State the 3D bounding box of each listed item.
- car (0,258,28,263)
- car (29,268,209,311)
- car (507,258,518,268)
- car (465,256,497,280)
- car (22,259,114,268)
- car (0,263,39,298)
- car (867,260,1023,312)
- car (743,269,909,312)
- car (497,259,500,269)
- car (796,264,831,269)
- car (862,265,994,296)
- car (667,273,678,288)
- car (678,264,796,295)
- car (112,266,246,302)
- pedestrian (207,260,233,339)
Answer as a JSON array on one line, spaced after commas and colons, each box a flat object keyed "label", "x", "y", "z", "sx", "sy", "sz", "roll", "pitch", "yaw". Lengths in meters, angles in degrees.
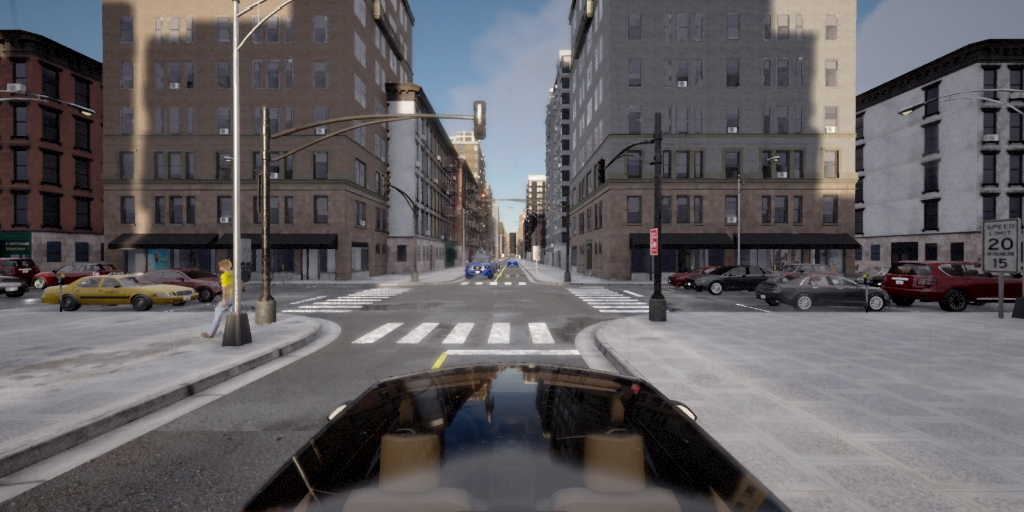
[{"label": "car", "x": -32.025, "y": 1.041, "z": 21.850, "sx": 5.009, "sy": 1.841, "sz": 2.192, "roll": 0, "pitch": 0, "yaw": 0}, {"label": "car", "x": -14.891, "y": 1.294, "z": 13.780, "sx": 4.829, "sy": 1.417, "sz": 1.751, "roll": 0, "pitch": 0, "yaw": 0}, {"label": "car", "x": 0.110, "y": 1.247, "z": 63.210, "sx": 1.882, "sy": 1.535, "sz": 5.008, "roll": 0, "pitch": 0, "yaw": 0}, {"label": "car", "x": -2.795, "y": 0.979, "z": 31.805, "sx": 2.150, "sy": 2.045, "sz": 5.566, "roll": 0, "pitch": 0, "yaw": 0}, {"label": "car", "x": -26.363, "y": 1.167, "z": 21.835, "sx": 4.097, "sy": 1.591, "sz": 1.967, "roll": 0, "pitch": 0, "yaw": 0}, {"label": "car", "x": -25.219, "y": 1.246, "z": 16.340, "sx": 4.902, "sy": 1.511, "sz": 2.128, "roll": 0, "pitch": 0, "yaw": 0}, {"label": "car", "x": 17.194, "y": 1.091, "z": 13.695, "sx": 5.009, "sy": 1.841, "sz": 2.192, "roll": 0, "pitch": 0, "yaw": 0}, {"label": "car", "x": 11.785, "y": 1.325, "z": 13.709, "sx": 4.403, "sy": 1.370, "sz": 2.007, "roll": 0, "pitch": 0, "yaw": 0}, {"label": "car", "x": -2.771, "y": 1.322, "z": 42.861, "sx": 1.994, "sy": 1.385, "sz": 4.181, "roll": 0, "pitch": 0, "yaw": 0}, {"label": "car", "x": 17.215, "y": 1.177, "z": 21.720, "sx": 4.097, "sy": 1.591, "sz": 1.967, "roll": 0, "pitch": 0, "yaw": 0}, {"label": "car", "x": 22.076, "y": 1.255, "z": 19.166, "sx": 4.892, "sy": 1.490, "sz": 1.837, "roll": 0, "pitch": 0, "yaw": 0}, {"label": "car", "x": 11.806, "y": 1.281, "z": 21.734, "sx": 4.507, "sy": 1.381, "sz": 1.888, "roll": 0, "pitch": 0, "yaw": 0}, {"label": "car", "x": 11.909, "y": 1.253, "z": 19.190, "sx": 4.892, "sy": 1.490, "sz": 1.837, "roll": 0, "pitch": 0, "yaw": 0}, {"label": "car", "x": -14.784, "y": 1.282, "z": 16.294, "sx": 4.674, "sy": 1.442, "sz": 1.812, "roll": 0, "pitch": 0, "yaw": 0}, {"label": "pedestrian", "x": -6.358, "y": 0.894, "z": 7.953, "sx": 0.375, "sy": 1.860, "sz": 0.375, "roll": 0, "pitch": 0, "yaw": 0}]
